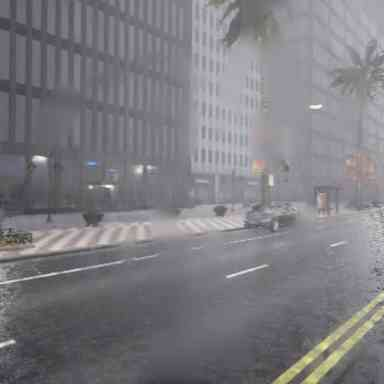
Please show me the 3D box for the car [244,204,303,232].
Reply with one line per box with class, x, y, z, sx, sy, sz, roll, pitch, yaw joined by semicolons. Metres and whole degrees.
car;5.049;1.502;20.265;2.231;1.521;4.892;1;0;43
